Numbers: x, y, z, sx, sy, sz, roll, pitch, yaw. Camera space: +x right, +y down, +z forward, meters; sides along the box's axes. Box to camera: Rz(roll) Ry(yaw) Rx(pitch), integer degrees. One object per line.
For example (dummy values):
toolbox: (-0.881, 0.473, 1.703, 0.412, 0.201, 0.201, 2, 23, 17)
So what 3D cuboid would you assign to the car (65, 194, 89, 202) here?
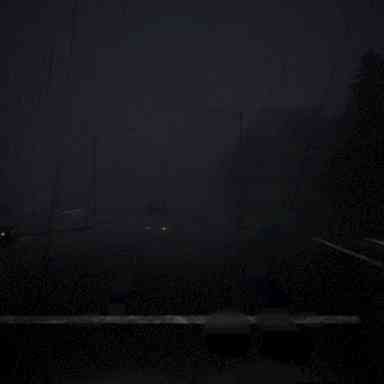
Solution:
car: (-24.927, 1.280, 72.186, 4.514, 1.523, 2.007, 0, 0, 0)

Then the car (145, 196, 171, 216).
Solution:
car: (-3.449, 1.462, 33.101, 1.882, 1.535, 5.008, 0, 0, 0)

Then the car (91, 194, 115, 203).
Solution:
car: (-17.569, 1.140, 62.095, 5.027, 1.636, 2.152, 0, 0, 0)

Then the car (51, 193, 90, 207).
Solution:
car: (-17.179, 1.091, 46.394, 4.605, 1.855, 1.932, 0, 0, 0)

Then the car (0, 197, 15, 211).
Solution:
car: (-17.343, 1.376, 27.811, 3.633, 1.501, 1.845, 0, 0, 0)

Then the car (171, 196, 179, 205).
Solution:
car: (-3.409, 1.499, 58.571, 1.812, 1.442, 4.674, 0, 0, 0)

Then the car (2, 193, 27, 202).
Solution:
car: (-34.948, 1.083, 65.259, 4.605, 1.855, 1.932, 0, 0, 0)

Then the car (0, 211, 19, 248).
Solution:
car: (-9.196, 1.557, 11.887, 5.357, 1.411, 2.033, 0, 0, 2)

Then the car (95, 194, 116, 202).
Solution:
car: (-17.883, 1.216, 68.513, 3.806, 1.475, 1.970, 0, 0, 0)
